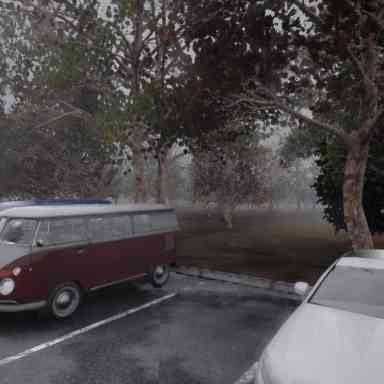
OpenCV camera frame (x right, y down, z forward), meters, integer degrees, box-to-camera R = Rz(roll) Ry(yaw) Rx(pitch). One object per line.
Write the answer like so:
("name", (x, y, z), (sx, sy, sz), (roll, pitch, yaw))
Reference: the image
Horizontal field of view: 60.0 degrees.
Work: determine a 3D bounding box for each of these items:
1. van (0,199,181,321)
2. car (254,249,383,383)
("van", (-2.194, 1.255, 7.197), (1.878, 1.987, 4.442), (0, 0, 36))
("car", (2.402, 1.520, 4.050), (2.002, 1.452, 4.674), (0, 0, 36))
